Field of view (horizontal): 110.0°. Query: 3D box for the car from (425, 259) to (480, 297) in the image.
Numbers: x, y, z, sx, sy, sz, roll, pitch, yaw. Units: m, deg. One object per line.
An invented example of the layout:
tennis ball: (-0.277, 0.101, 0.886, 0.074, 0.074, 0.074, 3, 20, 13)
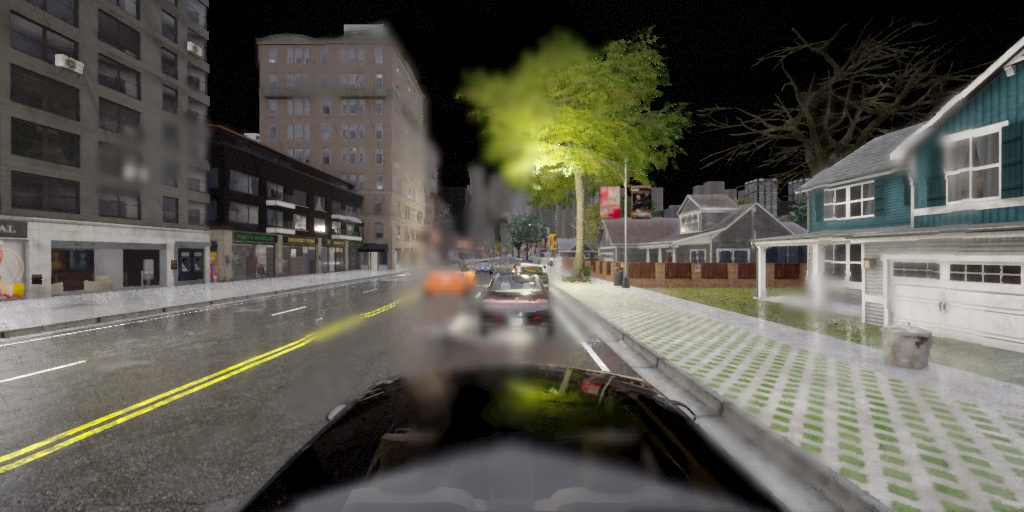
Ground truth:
car: (-3.090, 1.093, 18.966, 2.097, 1.767, 4.553, 0, 0, 0)

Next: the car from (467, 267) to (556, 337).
car: (0.128, 1.239, 10.296, 2.128, 1.511, 4.902, 0, 0, 0)

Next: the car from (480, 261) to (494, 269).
car: (-3.019, 1.269, 39.335, 2.033, 1.411, 5.357, 0, 0, 0)

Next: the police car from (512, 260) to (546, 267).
police car: (1.040, 1.165, 20.545, 1.930, 1.638, 5.238, 0, 0, 0)

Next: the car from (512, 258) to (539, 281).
car: (1.074, 1.081, 30.406, 2.097, 1.767, 4.553, 0, 0, 0)

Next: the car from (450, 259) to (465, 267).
car: (-9.580, 1.204, 63.313, 1.837, 1.490, 4.892, 0, 0, 1)
